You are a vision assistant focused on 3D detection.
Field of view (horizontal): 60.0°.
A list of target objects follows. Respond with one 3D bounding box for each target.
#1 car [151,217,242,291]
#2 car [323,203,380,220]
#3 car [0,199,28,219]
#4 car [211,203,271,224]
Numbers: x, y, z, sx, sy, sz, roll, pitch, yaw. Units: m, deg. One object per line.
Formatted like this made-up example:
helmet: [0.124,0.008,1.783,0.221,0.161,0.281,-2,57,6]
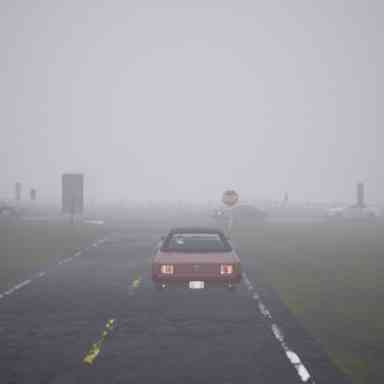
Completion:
car: [0.099,1.602,8.990,1.895,1.301,4.718,0,0,0]
car: [14.181,1.745,29.666,4.674,1.442,1.812,1,-1,0]
car: [-15.709,1.302,26.572,4.892,1.490,1.837,1,-1,0]
car: [3.762,1.569,24.988,5.357,1.411,2.033,1,-1,-44]
